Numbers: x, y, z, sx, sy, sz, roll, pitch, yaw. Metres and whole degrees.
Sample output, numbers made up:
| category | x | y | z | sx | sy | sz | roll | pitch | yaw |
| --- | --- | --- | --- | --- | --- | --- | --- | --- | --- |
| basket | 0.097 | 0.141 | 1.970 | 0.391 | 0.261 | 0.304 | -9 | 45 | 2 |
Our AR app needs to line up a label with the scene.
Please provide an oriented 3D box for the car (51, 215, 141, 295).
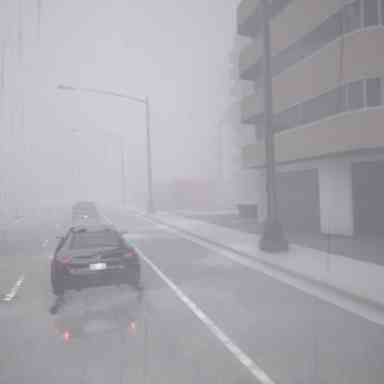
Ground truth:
| category | x | y | z | sx | sy | sz | roll | pitch | yaw |
| --- | --- | --- | --- | --- | --- | --- | --- | --- | --- |
| car | -2.648 | 1.560 | 9.014 | 1.994 | 1.385 | 4.181 | -2 | 1 | -19 |

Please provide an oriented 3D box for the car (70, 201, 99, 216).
| category | x | y | z | sx | sy | sz | roll | pitch | yaw |
| --- | --- | --- | --- | --- | --- | --- | --- | --- | --- |
| car | -8.332 | 1.479 | 25.986 | 1.837 | 1.490 | 4.892 | -2 | 1 | -18 |
